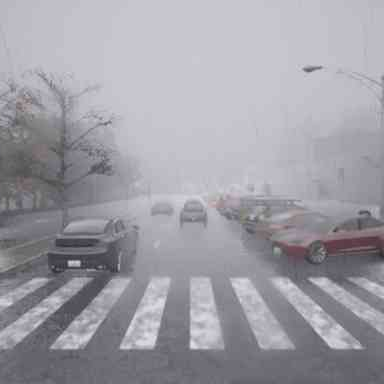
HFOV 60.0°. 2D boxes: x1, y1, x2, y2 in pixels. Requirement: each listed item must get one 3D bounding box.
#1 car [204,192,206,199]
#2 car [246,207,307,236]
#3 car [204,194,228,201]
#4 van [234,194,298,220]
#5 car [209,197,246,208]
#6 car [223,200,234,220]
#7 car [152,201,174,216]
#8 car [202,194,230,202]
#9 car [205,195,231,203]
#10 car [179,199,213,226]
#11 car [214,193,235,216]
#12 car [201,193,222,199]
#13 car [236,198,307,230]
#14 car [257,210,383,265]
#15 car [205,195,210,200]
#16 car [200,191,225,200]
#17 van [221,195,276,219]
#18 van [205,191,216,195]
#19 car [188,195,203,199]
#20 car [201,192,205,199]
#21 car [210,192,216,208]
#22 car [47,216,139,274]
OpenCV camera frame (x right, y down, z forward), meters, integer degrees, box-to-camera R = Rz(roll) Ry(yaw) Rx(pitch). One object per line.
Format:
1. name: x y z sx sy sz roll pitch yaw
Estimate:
1. car: 5.053 1.279 56.460 4.553 1.767 2.185 1 0 -20
2. car: 5.069 1.551 14.693 4.674 1.452 2.002 1 0 -20
3. car: 5.079 1.252 71.386 4.674 1.452 2.002 1 0 -20
4. van: 5.186 1.295 20.701 4.442 1.987 1.878 1 0 -20
5. car: 5.105 1.520 47.530 4.792 1.488 2.163 1 0 -20
6. car: 5.069 1.524 23.640 4.892 1.521 2.231 1 0 -20
7. car: -2.894 1.606 33.478 1.994 1.385 4.181 0 0 0
8. car: 4.909 1.244 68.337 5.366 1.575 1.946 1 1 -20
9. car: 5.108 1.319 65.433 4.792 1.488 2.163 1 1 -20
10. car: 0.106 1.524 23.577 2.128 1.511 4.902 0 0 0
11. car: 5.054 1.275 26.609 5.566 2.045 2.435 1 0 -20
12. car: 5.091 1.063 86.291 5.008 1.535 2.097 1 1 -20
13. car: 5.046 1.389 17.666 4.553 1.767 2.185 1 0 -20
14. car: 5.047 1.537 11.675 4.792 1.488 2.163 1 0 -20
15. car: 4.906 1.501 44.461 5.366 1.575 1.946 1 1 -20
16. car: 5.114 0.836 83.324 5.566 2.045 2.435 1 0 -20
17. van: 4.971 1.303 29.562 4.442 1.987 1.878 1 0 -20
18. van: 4.975 1.212 53.432 4.442 1.987 1.878 1 1 -20
19. car: 0.107 1.531 42.123 1.837 1.490 4.892 0 0 0
20. car: 4.908 1.325 62.371 5.366 1.575 1.946 1 1 -20
21. car: 5.106 1.283 32.605 5.566 2.045 2.435 1 0 -20
22. car: -2.898 1.520 10.617 1.837 1.490 4.892 0 0 0
